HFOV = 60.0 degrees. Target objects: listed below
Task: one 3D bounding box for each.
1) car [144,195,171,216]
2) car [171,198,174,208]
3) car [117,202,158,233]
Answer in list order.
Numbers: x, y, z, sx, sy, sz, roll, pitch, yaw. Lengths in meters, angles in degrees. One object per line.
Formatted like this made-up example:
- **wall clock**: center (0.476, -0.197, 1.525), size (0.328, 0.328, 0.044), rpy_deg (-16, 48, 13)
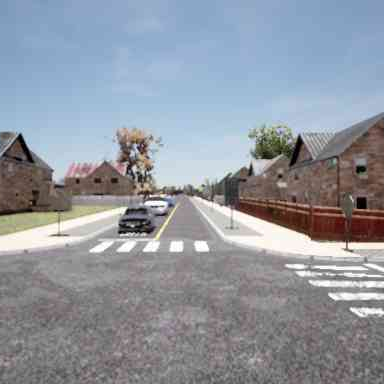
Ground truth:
- **car**: center (-3.599, 1.343, 33.843), size (2.150, 2.045, 5.566), rpy_deg (0, 0, -1)
- **car**: center (-3.938, 1.667, 53.472), size (1.882, 1.535, 5.008), rpy_deg (0, 0, -1)
- **car**: center (-3.275, 1.577, 20.157), size (1.837, 1.490, 4.892), rpy_deg (0, 0, -3)
